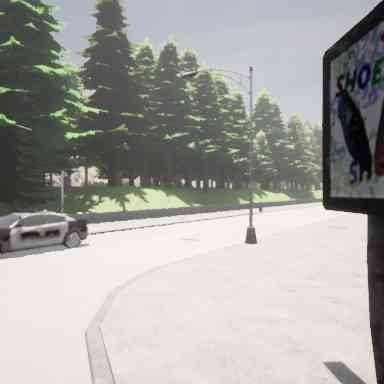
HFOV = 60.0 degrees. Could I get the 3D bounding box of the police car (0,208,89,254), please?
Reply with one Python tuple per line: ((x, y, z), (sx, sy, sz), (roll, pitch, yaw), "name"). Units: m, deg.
((-6.356, 1.428, 12.454), (1.930, 1.638, 5.238), (0, 0, 36), "police car")
